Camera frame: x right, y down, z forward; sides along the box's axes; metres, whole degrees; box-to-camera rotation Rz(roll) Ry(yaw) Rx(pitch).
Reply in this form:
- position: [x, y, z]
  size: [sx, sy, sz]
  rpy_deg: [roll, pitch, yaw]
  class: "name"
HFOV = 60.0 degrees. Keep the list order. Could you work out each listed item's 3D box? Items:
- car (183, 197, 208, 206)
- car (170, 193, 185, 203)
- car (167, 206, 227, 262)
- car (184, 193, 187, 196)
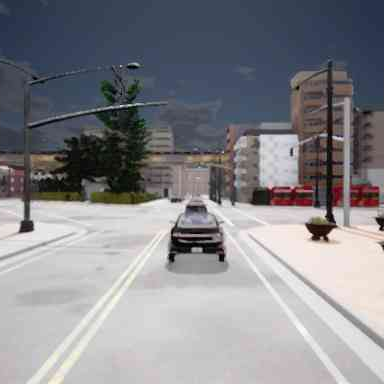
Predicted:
- position: [0.348, 1.482, 29.643]
  size: [1.837, 1.490, 4.892]
  rpy_deg: [0, 0, 1]
  class: "car"
- position: [-2.956, 1.449, 63.190]
  size: [1.994, 1.385, 4.181]
  rpy_deg: [0, 0, 1]
  class: "car"
- position: [0.174, 1.471, 12.078]
  size: [2.128, 1.511, 4.902]
  rpy_deg: [0, 0, 1]
  class: "car"
- position: [-2.789, 1.215, 78.701]
  size: [2.097, 1.767, 4.553]
  rpy_deg: [0, 0, 1]
  class: "car"
